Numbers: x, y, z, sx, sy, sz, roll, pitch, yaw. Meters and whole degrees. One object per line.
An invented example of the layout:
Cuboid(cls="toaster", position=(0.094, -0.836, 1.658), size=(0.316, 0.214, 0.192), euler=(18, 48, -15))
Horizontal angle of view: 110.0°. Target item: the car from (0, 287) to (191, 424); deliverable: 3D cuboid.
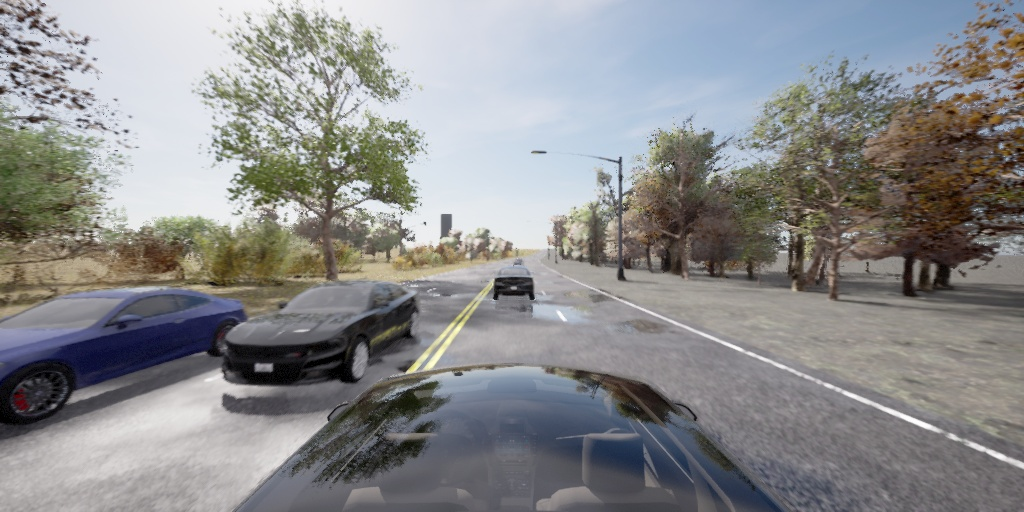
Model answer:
Cuboid(cls="car", position=(-6.577, 1.276, 5.881), size=(1.812, 1.442, 4.674), euler=(0, 0, 0))

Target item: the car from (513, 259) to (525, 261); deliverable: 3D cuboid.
Cuboid(cls="car", position=(0.652, 1.361, 45.124), size=(1.895, 1.301, 4.718), euler=(0, 0, 2))

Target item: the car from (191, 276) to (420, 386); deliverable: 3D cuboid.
Cuboid(cls="car", position=(-3.320, 1.230, 7.322), size=(1.882, 1.535, 5.008), euler=(0, 0, 0))

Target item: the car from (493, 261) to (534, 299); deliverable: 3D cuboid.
Cuboid(cls="car", position=(0.102, 1.219, 18.204), size=(1.882, 1.535, 5.008), euler=(0, 1, 1))
